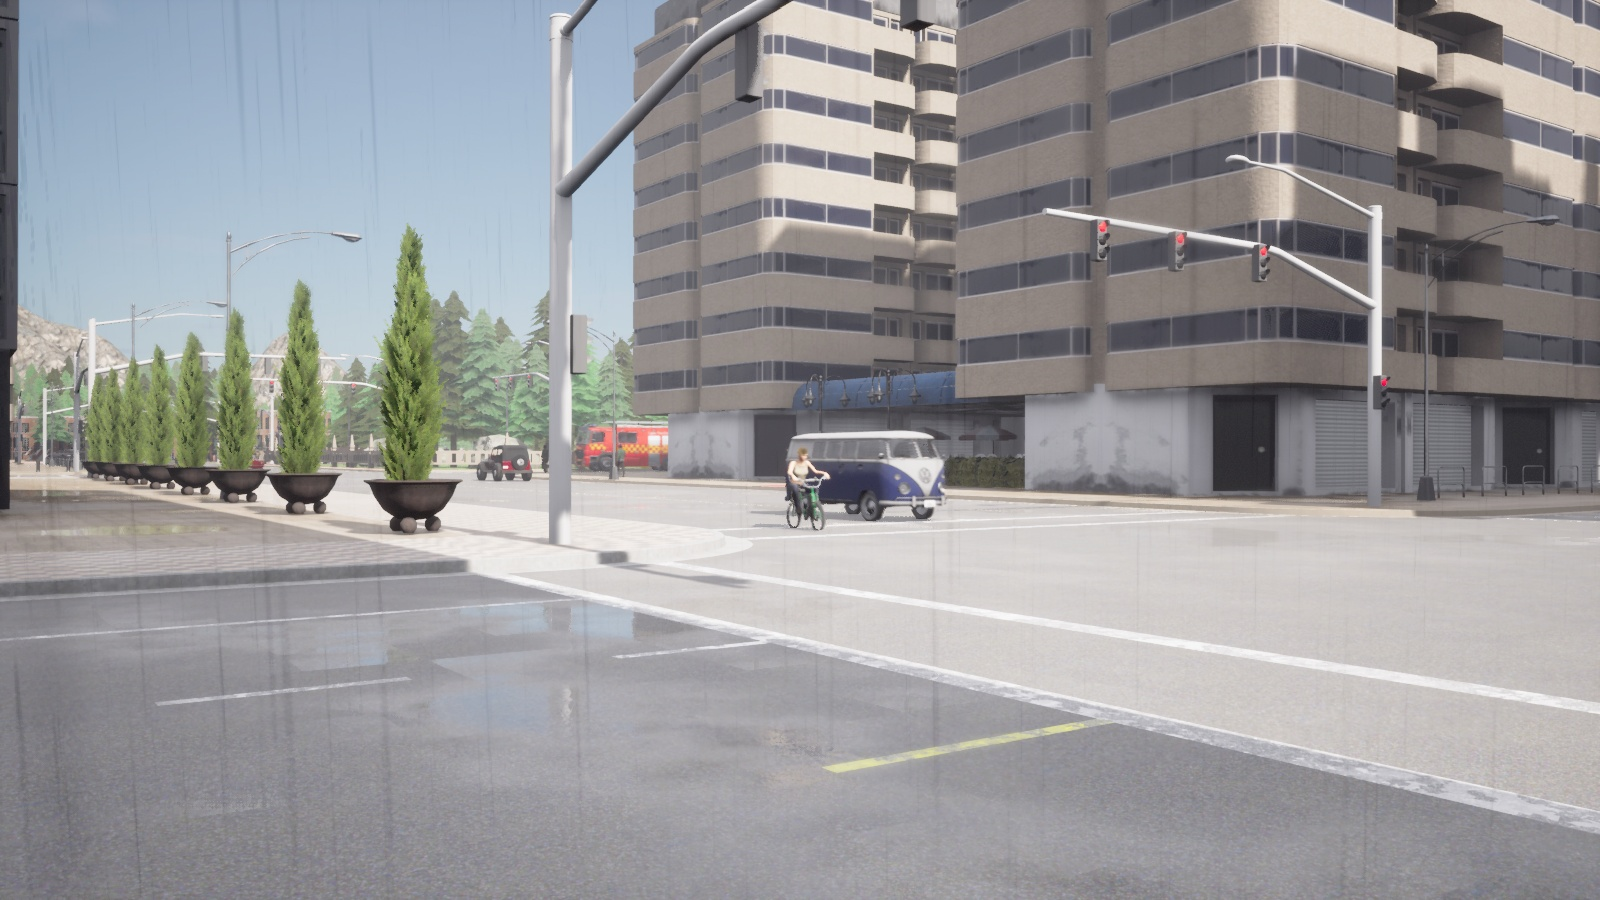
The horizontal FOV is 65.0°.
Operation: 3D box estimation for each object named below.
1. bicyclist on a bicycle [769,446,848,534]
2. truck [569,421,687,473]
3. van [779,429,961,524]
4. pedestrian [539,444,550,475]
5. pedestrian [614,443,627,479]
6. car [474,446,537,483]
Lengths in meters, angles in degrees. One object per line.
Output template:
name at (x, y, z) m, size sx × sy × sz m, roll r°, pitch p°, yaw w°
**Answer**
bicyclist on a bicycle at (0.152, 0.740, 24.184) m, size 0.866 × 1.612 × 1.509 m, roll -1°, pitch 0°, yaw -28°
truck at (-13.085, -0.213, 95.874) m, size 8.468 × 3.827 × 2.891 m, roll 0°, pitch 0°, yaw -27°
van at (1.503, 0.564, 28.690) m, size 1.775 × 1.987 × 4.442 m, roll 0°, pitch 0°, yaw -35°
pedestrian at (-15.890, 0.597, 78.126) m, size 0.395 × 1.930 × 0.692 m, roll 0°, pitch 0°, yaw -42°
pedestrian at (-9.769, 0.591, 68.209) m, size 0.423 × 1.949 × 0.788 m, roll 0°, pitch 0°, yaw -33°
car at (-15.399, 0.734, 65.583) m, size 1.905 × 1.878 × 3.866 m, roll 0°, pitch 0°, yaw -34°
